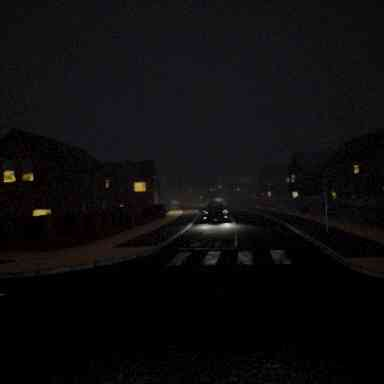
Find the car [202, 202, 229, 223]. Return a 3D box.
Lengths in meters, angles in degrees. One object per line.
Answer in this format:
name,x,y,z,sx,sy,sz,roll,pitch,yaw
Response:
car,1.987,1.616,28.164,2.097,1.767,4.553,-3,-1,5
